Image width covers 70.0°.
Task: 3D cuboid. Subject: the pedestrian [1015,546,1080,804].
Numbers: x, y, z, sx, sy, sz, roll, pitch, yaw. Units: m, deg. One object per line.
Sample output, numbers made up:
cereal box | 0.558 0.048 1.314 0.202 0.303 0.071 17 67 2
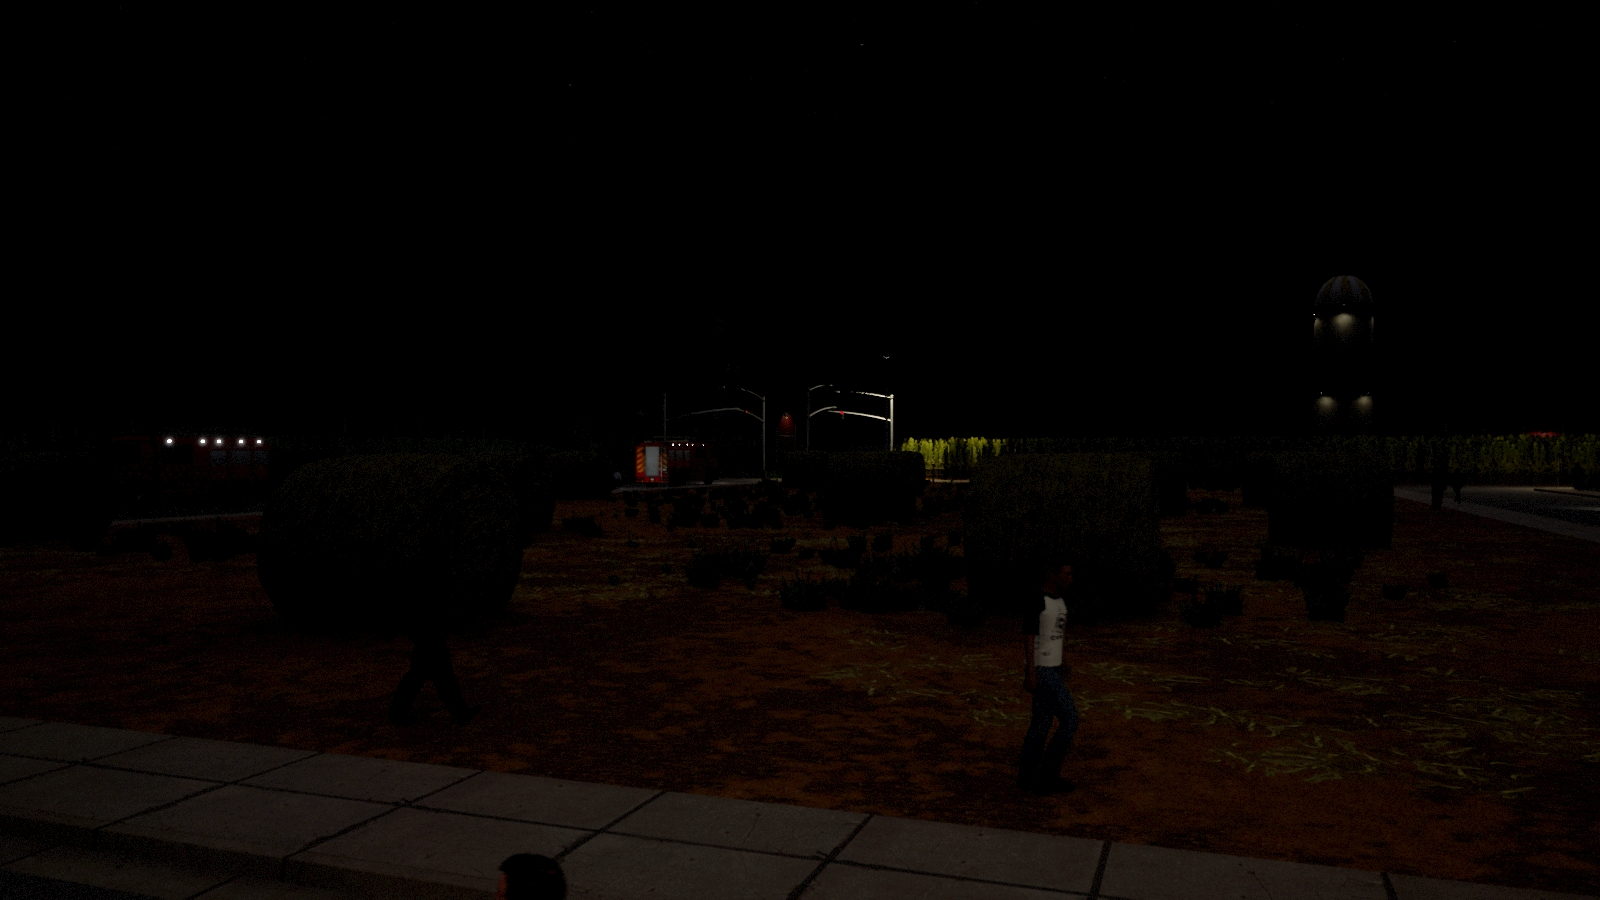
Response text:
pedestrian | 1.885 1.682 8.699 0.375 1.860 0.375 0 0 33

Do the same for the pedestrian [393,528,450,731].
pedestrian | -3.591 1.682 10.855 0.375 1.860 0.375 0 0 13
